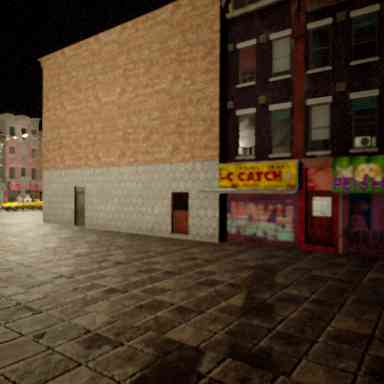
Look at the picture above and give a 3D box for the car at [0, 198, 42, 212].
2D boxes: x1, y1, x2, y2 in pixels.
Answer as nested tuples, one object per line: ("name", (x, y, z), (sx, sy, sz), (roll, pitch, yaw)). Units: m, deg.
("car", (-18.055, 1.304, 36.022), (1.752, 1.417, 4.829), (1, 0, 36))
